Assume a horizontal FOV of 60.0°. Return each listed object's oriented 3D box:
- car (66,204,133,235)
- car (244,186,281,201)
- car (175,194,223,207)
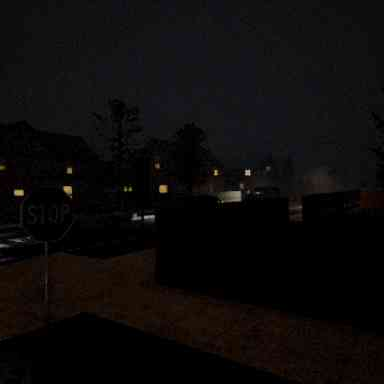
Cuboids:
[{"bbox_3d":[-5.301,1.308,16.883,1.895,1.301,4.718,-1,1,36],"label":"car"},{"bbox_3d":[7.433,0.405,34.644,2.150,2.045,5.566,-1,1,35],"label":"car"},{"bbox_3d":[0.587,0.969,25.098,1.837,1.490,4.892,-1,1,36],"label":"car"}]
